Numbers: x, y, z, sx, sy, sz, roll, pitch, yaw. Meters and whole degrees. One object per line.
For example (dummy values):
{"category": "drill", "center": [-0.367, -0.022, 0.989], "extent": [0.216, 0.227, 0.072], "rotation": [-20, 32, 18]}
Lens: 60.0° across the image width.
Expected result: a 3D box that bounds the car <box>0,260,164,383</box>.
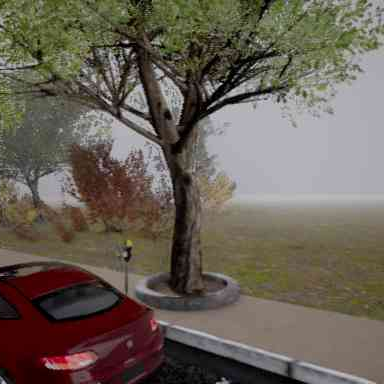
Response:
{"category": "car", "center": [-2.264, 1.610, 4.439], "extent": [4.206, 1.307, 1.802], "rotation": [0, 0, 35]}
